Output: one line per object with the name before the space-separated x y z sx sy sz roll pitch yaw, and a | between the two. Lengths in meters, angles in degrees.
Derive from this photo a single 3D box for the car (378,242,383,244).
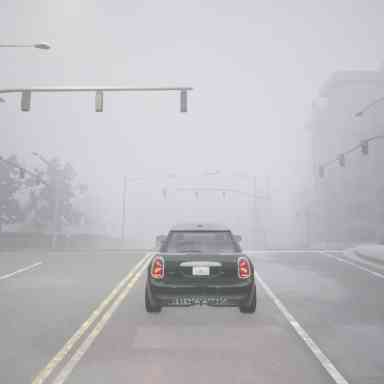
car | 17.224 4.278 26.170 4.892 1.490 1.837 5 -9 1

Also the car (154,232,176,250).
car | -2.718 4.855 32.582 1.837 1.490 4.892 1 -10 -8

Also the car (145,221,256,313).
car | 0.178 1.486 8.130 2.097 1.767 4.553 0 -1 0
